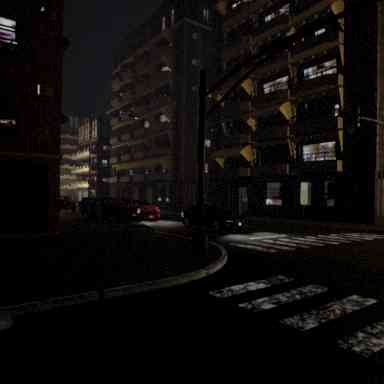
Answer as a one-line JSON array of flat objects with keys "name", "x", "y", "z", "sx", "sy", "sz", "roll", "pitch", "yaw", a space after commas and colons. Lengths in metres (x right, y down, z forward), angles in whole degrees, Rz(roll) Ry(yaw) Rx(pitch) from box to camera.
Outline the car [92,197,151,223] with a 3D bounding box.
[{"name": "car", "x": -5.521, "y": 1.310, "z": 25.459, "sx": 2.192, "sy": 1.841, "sz": 5.009, "roll": 1, "pitch": -1, "yaw": -35}]

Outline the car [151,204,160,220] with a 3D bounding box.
[{"name": "car", "x": -4.519, "y": 1.405, "z": 28.315, "sx": 2.097, "sy": 1.767, "sz": 4.553, "roll": 1, "pitch": -1, "yaw": -35}]

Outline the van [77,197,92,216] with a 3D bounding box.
[{"name": "van", "x": -8.745, "y": 1.355, "z": 30.008, "sx": 1.690, "sy": 1.788, "sz": 3.998, "roll": 1, "pitch": -1, "yaw": -35}]

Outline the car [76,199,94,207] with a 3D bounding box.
[{"name": "car", "x": -18.434, "y": 1.868, "z": 57.309, "sx": 1.802, "sy": 1.307, "sz": 4.206, "roll": 1, "pitch": -1, "yaw": -35}]

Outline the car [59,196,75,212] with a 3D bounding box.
[{"name": "car", "x": -15.190, "y": 1.369, "z": 39.108, "sx": 2.192, "sy": 1.841, "sz": 5.009, "roll": 1, "pitch": -1, "yaw": -35}]

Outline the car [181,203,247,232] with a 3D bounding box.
[{"name": "car", "x": 1.214, "y": 1.527, "z": 20.273, "sx": 1.837, "sy": 1.490, "sz": 4.892, "roll": 1, "pitch": -1, "yaw": -36}]

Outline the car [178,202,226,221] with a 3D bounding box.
[{"name": "car", "x": 0.806, "y": 1.686, "z": 30.151, "sx": 1.752, "sy": 1.417, "sz": 4.829, "roll": 1, "pitch": -1, "yaw": -35}]
